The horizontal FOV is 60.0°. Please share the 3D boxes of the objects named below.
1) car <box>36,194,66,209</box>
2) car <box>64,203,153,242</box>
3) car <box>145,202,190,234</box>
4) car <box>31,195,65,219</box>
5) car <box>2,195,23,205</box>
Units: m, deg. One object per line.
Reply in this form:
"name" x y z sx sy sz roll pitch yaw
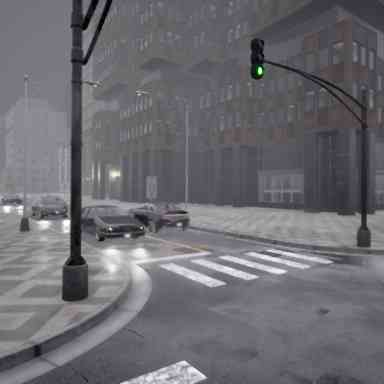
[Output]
"car" -16.220 1.034 38.088 2.033 1.411 5.357 1 0 -35
"car" -4.135 1.351 15.665 2.033 1.411 5.357 1 0 -35
"car" -2.011 1.310 18.031 2.128 1.511 4.902 1 0 -35
"car" -10.744 1.155 24.998 1.837 1.490 4.892 1 0 -35
"car" -22.475 0.976 41.692 1.895 1.301 4.718 1 0 -35
